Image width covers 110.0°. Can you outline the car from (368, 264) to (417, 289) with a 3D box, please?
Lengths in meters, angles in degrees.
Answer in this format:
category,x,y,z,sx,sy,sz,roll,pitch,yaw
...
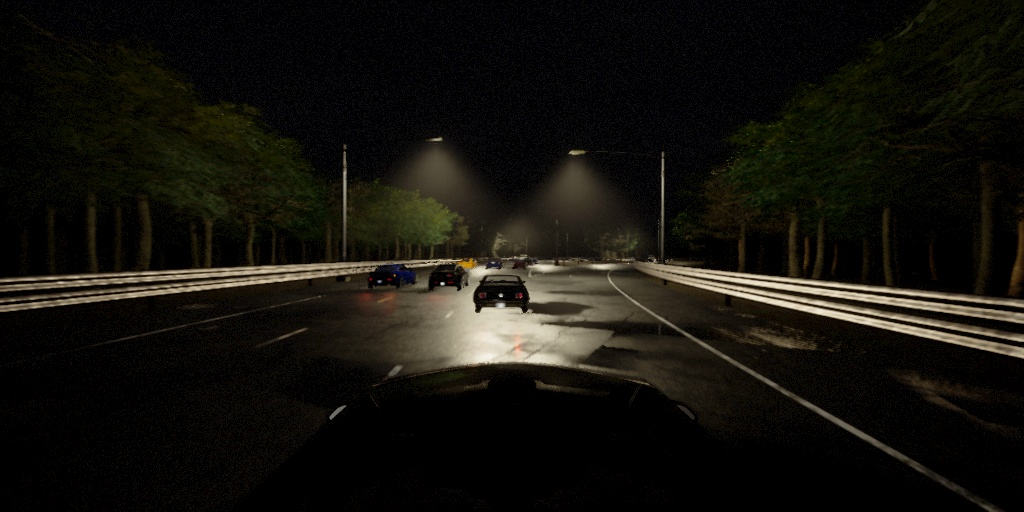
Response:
category,x,y,z,sx,sy,sz,roll,pitch,yaw
car,-7.279,1.214,22.133,1.812,1.442,4.674,0,0,1

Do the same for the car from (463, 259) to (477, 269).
category,x,y,z,sx,sy,sz,roll,pitch,yaw
car,-6.099,1.126,49.885,1.882,1.535,5.008,0,0,5

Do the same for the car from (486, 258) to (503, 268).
category,x,y,z,sx,sy,sz,roll,pitch,yaw
car,-2.427,1.011,51.015,2.097,1.767,4.553,0,0,4

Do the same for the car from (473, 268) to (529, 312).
category,x,y,z,sx,sy,sz,roll,pitch,yaw
car,-0.377,1.344,14.131,1.895,1.301,4.718,0,0,0

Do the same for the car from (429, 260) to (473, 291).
category,x,y,z,sx,sy,sz,roll,pitch,yaw
car,-3.729,1.224,21.774,1.837,1.490,4.892,0,1,1

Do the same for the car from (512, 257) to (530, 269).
category,x,y,z,sx,sy,sz,roll,pitch,yaw
car,1.239,1.214,54.437,2.033,1.411,5.357,0,0,5
